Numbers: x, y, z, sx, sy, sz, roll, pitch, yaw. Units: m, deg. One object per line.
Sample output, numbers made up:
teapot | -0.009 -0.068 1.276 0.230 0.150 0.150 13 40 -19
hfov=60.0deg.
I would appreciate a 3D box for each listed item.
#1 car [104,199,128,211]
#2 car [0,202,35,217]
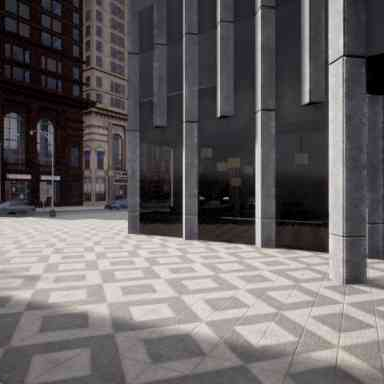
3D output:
car | -8.859 1.642 43.381 2.033 1.411 5.357 0 0 36
car | -17.219 1.618 31.681 1.994 1.385 4.181 0 0 36
